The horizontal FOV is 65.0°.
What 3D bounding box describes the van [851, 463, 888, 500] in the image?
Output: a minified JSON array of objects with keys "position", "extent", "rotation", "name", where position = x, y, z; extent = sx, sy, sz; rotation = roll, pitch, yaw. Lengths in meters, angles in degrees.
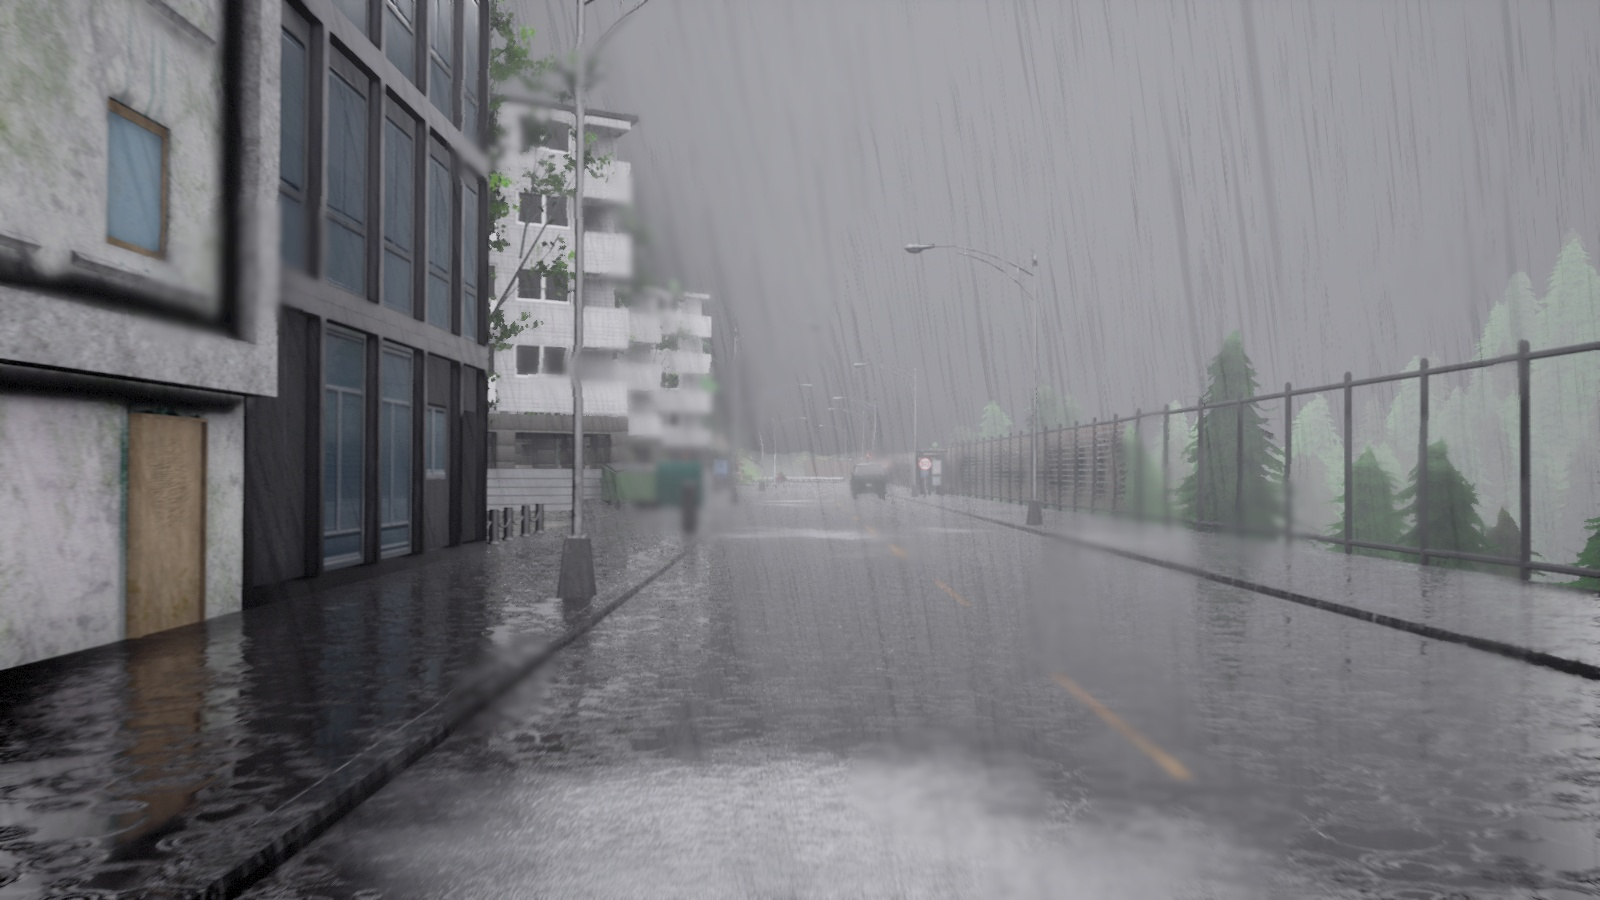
[{"position":[3.818,1.712,69.202],"extent":[1.775,1.987,4.442],"rotation":[0,-1,0],"name":"van"}]
